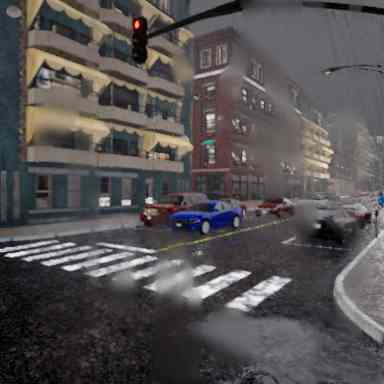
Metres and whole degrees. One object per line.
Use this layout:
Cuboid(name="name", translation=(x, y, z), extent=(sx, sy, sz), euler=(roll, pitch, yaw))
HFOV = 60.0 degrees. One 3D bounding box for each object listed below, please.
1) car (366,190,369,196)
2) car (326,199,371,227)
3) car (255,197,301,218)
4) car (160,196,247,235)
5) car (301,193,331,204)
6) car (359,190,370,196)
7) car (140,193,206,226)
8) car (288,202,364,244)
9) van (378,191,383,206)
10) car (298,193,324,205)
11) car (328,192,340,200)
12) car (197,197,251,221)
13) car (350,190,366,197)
Cuboid(name="car", translation=(37.618, 0.300, 74.206), extent=(1.802, 1.307, 4.206), euler=(2, 2, 35))
Cuboid(name="car", translation=(9.225, 1.274, 19.220), extent=(1.802, 1.307, 4.206), euler=(2, 2, 35))
Cuboid(name="car", translation=(6.428, 1.108, 25.326), extent=(1.812, 1.442, 4.674), euler=(1, 1, 35))
Cuboid(name="car", translation=(0.816, 1.201, 17.340), extent=(1.882, 1.535, 5.008), euler=(1, 1, 35))
Cuboid(name="car", translation=(12.221, 1.037, 33.562), extent=(1.895, 1.301, 4.718), euler=(1, 1, 35))
Cuboid(name="car", translation=(40.820, 0.220, 78.764), extent=(1.802, 1.307, 4.206), euler=(2, 2, 35))
Cuboid(name="car", translation=(-0.808, 1.000, 19.504), extent=(2.192, 1.841, 5.009), euler=(2, 2, 35))
Cuboid(name="car", translation=(6.023, 1.338, 14.661), extent=(1.947, 1.339, 4.313), euler=(2, 2, 35))
Cuboid(name="van", translation=(22.038, 0.710, 37.446), extent=(1.690, 1.788, 3.998), euler=(2, 2, 35))
Cuboid(name="car", translation=(15.201, 0.847, 42.300), extent=(1.947, 1.339, 4.313), euler=(2, 2, 35))
Cuboid(name="car", translation=(21.605, 0.685, 51.416), extent=(1.947, 1.339, 4.313), euler=(2, 2, 35))
Cuboid(name="car", translation=(2.392, 1.149, 24.068), extent=(1.887, 1.381, 4.507), euler=(2, 2, 35))
Cuboid(name="car", translation=(34.416, 0.343, 69.648), extent=(1.887, 1.381, 4.507), euler=(2, 2, 35))
